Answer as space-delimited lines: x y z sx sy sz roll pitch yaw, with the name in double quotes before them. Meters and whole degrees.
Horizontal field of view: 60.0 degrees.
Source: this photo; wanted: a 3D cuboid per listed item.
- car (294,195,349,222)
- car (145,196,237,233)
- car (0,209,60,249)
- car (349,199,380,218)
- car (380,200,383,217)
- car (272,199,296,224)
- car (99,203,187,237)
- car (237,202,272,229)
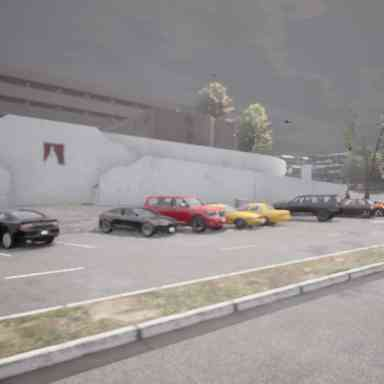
"car" 9.193 1.253 26.804 5.566 2.045 2.435 -1 -1 35
"car" -0.529 1.234 19.820 5.566 2.045 2.435 -1 -1 35
"car" -7.884 1.490 14.598 5.008 1.535 2.097 -1 0 35
"car" 14.134 1.402 30.254 4.553 1.767 2.185 -1 -1 35
"car" 16.530 1.419 32.037 4.553 1.767 2.185 -1 -1 35
"car" 4.179 1.490 23.411 5.366 1.575 1.946 -1 -1 35
"car" -2.972 1.515 18.073 4.792 1.488 2.163 -1 -1 35
"car" 2.046 1.480 21.466 5.366 1.575 1.946 -1 -1 35
